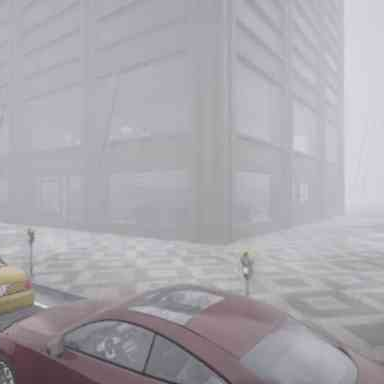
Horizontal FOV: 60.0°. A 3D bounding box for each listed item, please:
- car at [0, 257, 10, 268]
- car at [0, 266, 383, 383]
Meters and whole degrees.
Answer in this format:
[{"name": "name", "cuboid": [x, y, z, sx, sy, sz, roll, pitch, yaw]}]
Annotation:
[{"name": "car", "cuboid": [-4.992, 1.542, 6.521, 4.829, 1.417, 1.752, 0, 0, 35]}, {"name": "car", "cuboid": [-0.278, 1.586, 3.161, 4.206, 1.307, 1.802, 0, 0, 35]}]
